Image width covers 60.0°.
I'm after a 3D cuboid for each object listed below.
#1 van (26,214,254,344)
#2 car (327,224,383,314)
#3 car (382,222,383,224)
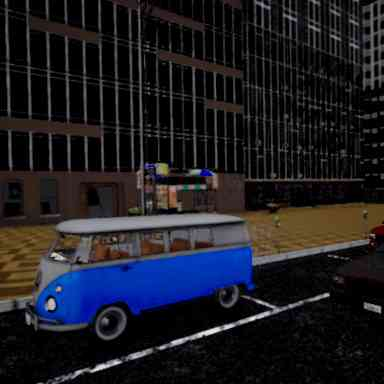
[{"bbox_3d":[-0.688,1.329,6.089,3.998,1.788,1.690,0,-1,-35],"label":"van"},{"bbox_3d":[5.152,1.515,7.059,5.357,1.411,2.033,0,0,-36],"label":"car"},{"bbox_3d":[8.471,1.489,12.623,4.507,1.381,1.887,0,-1,-36],"label":"car"}]
